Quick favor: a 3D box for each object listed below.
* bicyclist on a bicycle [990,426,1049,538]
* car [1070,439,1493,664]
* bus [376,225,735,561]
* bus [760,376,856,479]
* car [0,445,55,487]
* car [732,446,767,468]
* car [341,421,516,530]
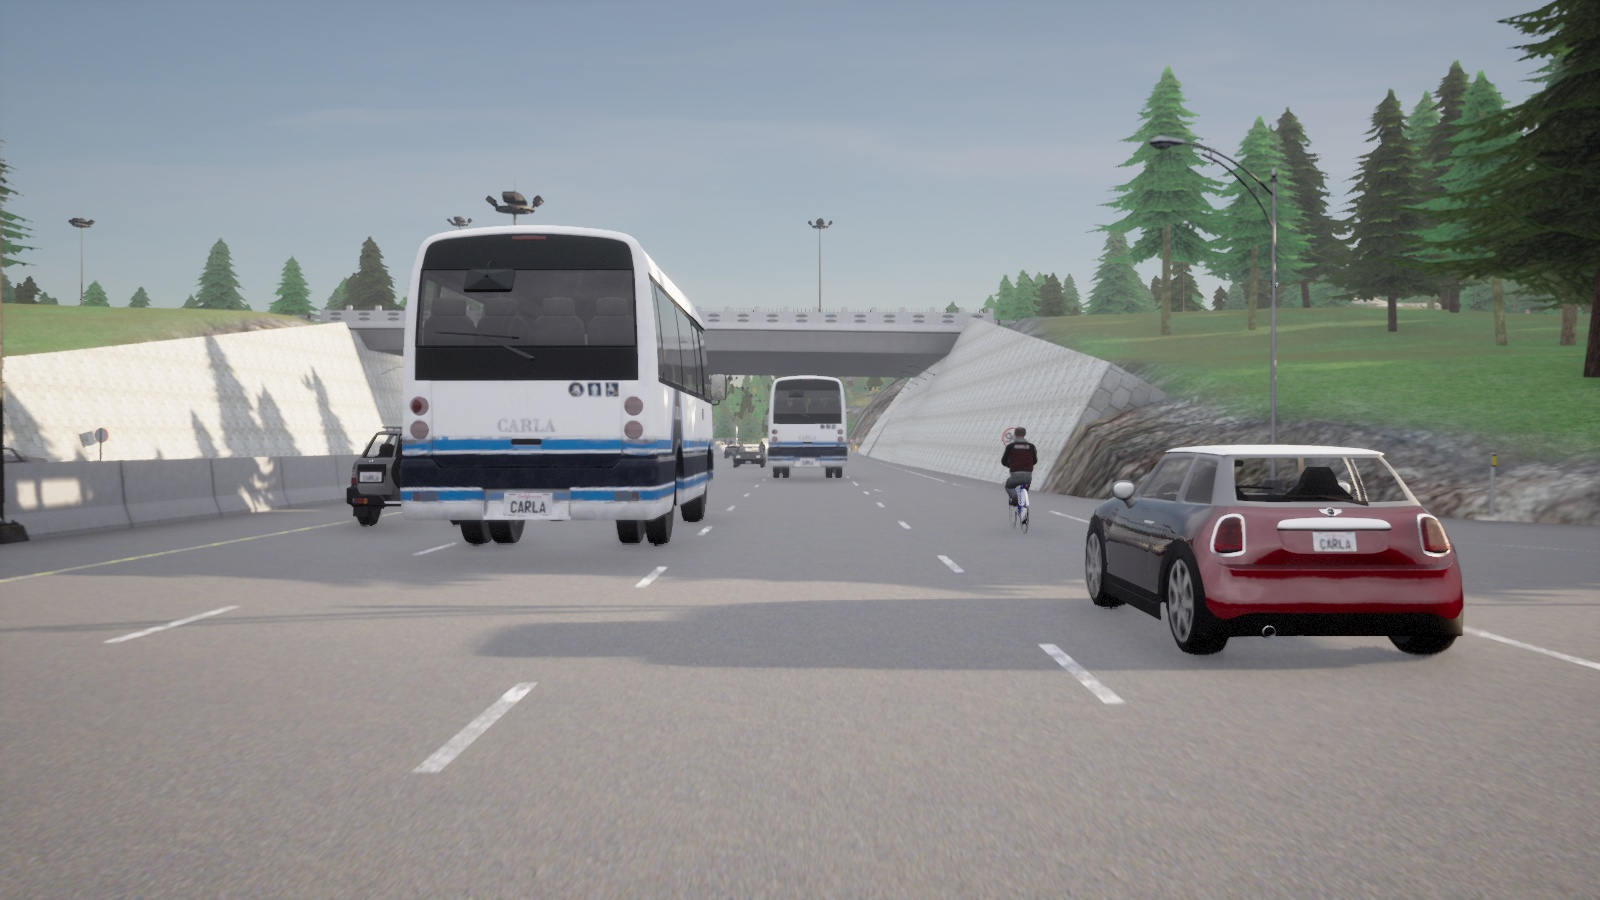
[{"bbox_3d":[3.635,0.502,20.934,0.659,1.776,1.843,0,1,0],"label":"bicyclist on a bicycle"},{"bbox_3d":[3.573,0.657,10.158,1.970,1.475,3.806,0,0,0],"label":"car"},{"bbox_3d":[-3.364,-0.751,21.015,3.944,4.253,10.273,0,0,0],"label":"bus"},{"bbox_3d":[0.340,-0.950,56.832,3.944,4.253,10.273,0,0,0],"label":"bus"},{"bbox_3d":[-27.957,0.532,42.482,2.033,1.411,5.357,0,0,4],"label":"car"},{"bbox_3d":[-3.048,0.412,76.787,1.895,1.301,4.718,0,0,0],"label":"car"},{"bbox_3d":[-6.850,0.424,23.706,1.932,1.855,4.605,0,0,0],"label":"car"}]
